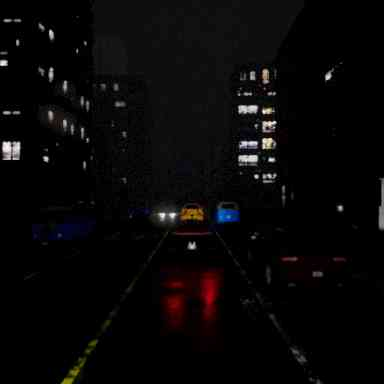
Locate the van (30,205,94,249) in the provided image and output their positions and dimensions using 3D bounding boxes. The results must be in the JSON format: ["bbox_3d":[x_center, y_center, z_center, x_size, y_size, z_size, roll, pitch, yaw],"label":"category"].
[{"bbox_3d":[-5.692,1.498,14.987,1.690,1.788,3.998,0,-1,0],"label":"van"}]

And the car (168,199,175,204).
[{"bbox_3d":[-5.715,2.554,92.021,1.802,1.307,4.206,0,-1,0],"label":"car"}]

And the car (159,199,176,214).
[{"bbox_3d":[-3.033,2.009,42.541,1.994,1.385,4.181,0,-1,1],"label":"car"}]

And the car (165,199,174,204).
[{"bbox_3d":[-5.714,2.463,86.487,2.008,1.369,4.403,0,-1,0],"label":"car"}]

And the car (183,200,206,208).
[{"bbox_3d":[0.015,1.783,29.254,1.882,1.535,5.008,0,0,0],"label":"car"}]

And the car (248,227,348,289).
[{"bbox_3d":[2.688,1.643,9.348,1.887,1.381,4.507,0,-1,0],"label":"car"}]

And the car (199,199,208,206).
[{"bbox_3d":[2.671,2.234,75.422,1.967,1.590,4.097,0,-1,0],"label":"car"}]

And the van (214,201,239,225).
[{"bbox_3d":[2.686,1.615,26.258,1.690,1.788,3.998,0,-1,0],"label":"van"}]

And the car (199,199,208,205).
[{"bbox_3d":[2.669,2.404,80.955,2.008,1.369,4.403,0,-1,0],"label":"car"}]

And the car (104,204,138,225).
[{"bbox_3d":[-5.696,1.856,26.257,1.802,1.307,4.206,0,-1,0],"label":"car"}]

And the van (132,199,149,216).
[{"bbox_3d":[-5.810,1.732,37.527,1.690,1.788,3.998,0,-1,0],"label":"van"}]

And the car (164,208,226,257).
[{"bbox_3d":[0.012,1.634,13.510,2.128,1.511,4.902,0,0,0],"label":"car"}]
